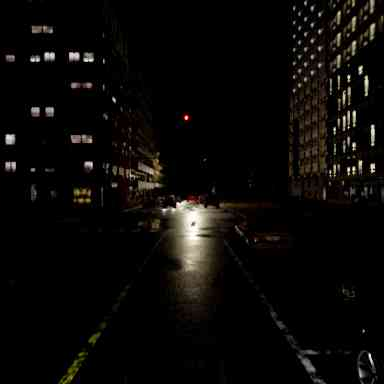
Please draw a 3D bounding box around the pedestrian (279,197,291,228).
[{"bbox_3d":[5.328,1.135,19.102,0.375,1.860,0.375,0,0,0],"label":"pedestrian"}]

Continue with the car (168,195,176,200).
[{"bbox_3d":[-5.684,1.587,95.206,1.752,1.417,4.829,0,0,0],"label":"car"}]

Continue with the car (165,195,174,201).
[{"bbox_3d":[-5.686,1.484,84.323,1.967,1.590,4.097,0,0,0],"label":"car"}]

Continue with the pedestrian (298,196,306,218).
[{"bbox_3d":[6.164,1.135,18.502,0.375,1.860,0.375,0,0,0],"label":"pedestrian"}]

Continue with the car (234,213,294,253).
[{"bbox_3d":[2.688,1.520,13.393,1.752,1.417,4.829,0,0,0],"label":"car"}]

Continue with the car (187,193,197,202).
[{"bbox_3d":[0.007,1.254,74.442,2.150,2.045,5.566,0,0,0],"label":"car"}]

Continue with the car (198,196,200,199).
[{"bbox_3d":[2.692,1.335,67.741,2.192,1.841,5.009,0,0,0],"label":"car"}]

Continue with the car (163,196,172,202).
[{"bbox_3d":[-5.686,1.617,78.797,1.802,1.307,4.206,0,0,0],"label":"car"}]

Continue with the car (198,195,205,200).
[{"bbox_3d":[2.696,1.588,95.545,1.752,1.417,4.829,0,0,0],"label":"car"}]

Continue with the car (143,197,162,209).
[{"bbox_3d":[-5.689,1.549,45.636,2.008,1.369,4.403,0,0,0],"label":"car"}]

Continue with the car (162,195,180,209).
[{"bbox_3d":[-3.087,1.546,46.003,2.033,1.411,5.357,0,0,0],"label":"car"}]

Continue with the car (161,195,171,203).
[{"bbox_3d":[-5.687,1.468,73.270,1.967,1.590,4.097,0,0,0],"label":"car"}]

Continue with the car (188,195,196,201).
[{"bbox_3d":[0.009,1.498,84.830,2.033,1.411,5.357,0,0,0],"label":"car"}]

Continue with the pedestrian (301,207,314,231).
[{"bbox_3d":[6.314,1.515,17.860,0.500,1.100,0.500,0,0,0],"label":"pedestrian"}]

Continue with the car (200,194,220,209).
[{"bbox_3d":[2.690,1.314,45.636,2.192,1.841,5.009,0,0,0],"label":"car"}]

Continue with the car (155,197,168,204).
[{"bbox_3d":[-5.688,1.564,62.216,2.008,1.369,4.403,0,0,0],"label":"car"}]

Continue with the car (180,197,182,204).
[{"bbox_3d":[-3.002,1.566,66.213,2.033,1.411,5.357,0,0,0],"label":"car"}]

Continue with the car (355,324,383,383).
[{"bbox_3d":[2.686,1.565,1.958,1.947,1.339,4.313,0,0,0],"label":"car"}]

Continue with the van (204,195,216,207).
[{"bbox_3d":[2.690,1.343,51.162,1.690,1.788,3.998,0,0,0],"label":"van"}]

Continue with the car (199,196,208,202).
[{"bbox_3d":[2.694,1.580,78.795,1.887,1.381,4.507,0,0,0],"label":"car"}]

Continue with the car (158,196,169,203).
[{"bbox_3d":[-5.687,1.565,67.742,1.887,1.381,4.507,0,0,0],"label":"car"}]
